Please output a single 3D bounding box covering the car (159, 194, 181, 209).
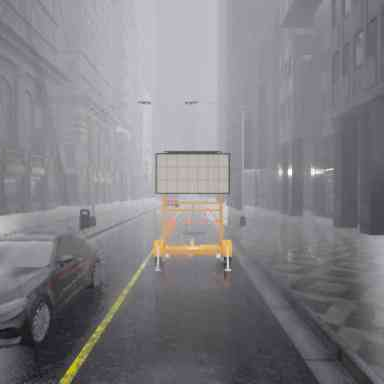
[{"bbox_3d":[-3.053,1.265,47.646,2.150,2.045,5.566,0,0,0],"label":"car"}]

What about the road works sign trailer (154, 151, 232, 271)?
[{"bbox_3d":[0.024,0.467,10.883,2.380,3.560,2.880,0,0,0],"label":"road works sign trailer"}]

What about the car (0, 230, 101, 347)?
[{"bbox_3d":[-3.110,1.526,6.450,1.812,1.442,4.674,0,0,0],"label":"car"}]
